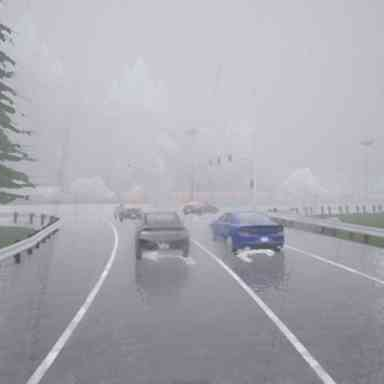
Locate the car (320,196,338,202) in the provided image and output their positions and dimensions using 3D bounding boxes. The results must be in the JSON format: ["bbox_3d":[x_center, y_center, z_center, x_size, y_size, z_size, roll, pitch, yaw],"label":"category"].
[{"bbox_3d":[33.721,1.603,81.703,4.181,1.385,1.994,0,0,-30],"label":"car"}]

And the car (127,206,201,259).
[{"bbox_3d":[-1.255,1.512,12.774,2.128,1.511,4.902,0,-1,-10],"label":"car"}]

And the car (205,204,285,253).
[{"bbox_3d":[2.082,1.495,13.866,1.882,1.535,5.008,0,0,-10],"label":"car"}]

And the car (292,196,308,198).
[{"bbox_3d":[24.103,1.580,69.490,4.902,1.511,2.128,0,0,-20],"label":"car"}]

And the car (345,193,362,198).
[{"bbox_3d":[38.349,1.572,76.347,5.357,1.411,2.033,0,0,-30],"label":"car"}]

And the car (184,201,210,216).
[{"bbox_3d":[0.884,1.579,33.071,1.812,1.442,4.674,-1,-1,30],"label":"car"}]

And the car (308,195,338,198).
[{"bbox_3d":[26.154,1.569,66.524,4.674,1.442,1.812,0,0,-20],"label":"car"}]

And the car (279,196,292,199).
[{"bbox_3d":[21.925,1.589,72.425,4.674,1.442,1.812,0,0,-20],"label":"car"}]

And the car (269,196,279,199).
[{"bbox_3d":[19.655,1.552,75.330,5.008,1.535,1.882,0,0,-20],"label":"car"}]

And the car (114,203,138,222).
[{"bbox_3d":[-5.197,1.587,27.063,1.812,1.442,4.674,0,0,-21],"label":"car"}]

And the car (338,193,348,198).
[{"bbox_3d":[35.985,1.267,78.991,5.566,2.045,2.150,0,0,-30],"label":"car"}]

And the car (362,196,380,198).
[{"bbox_3d":[40.427,1.547,73.513,4.674,1.442,1.812,0,0,-30],"label":"car"}]
